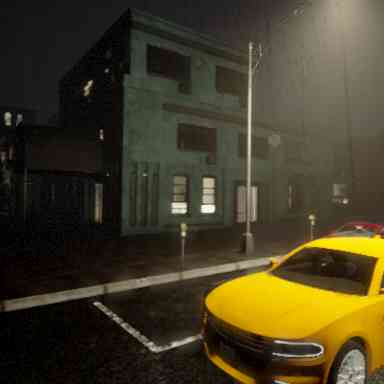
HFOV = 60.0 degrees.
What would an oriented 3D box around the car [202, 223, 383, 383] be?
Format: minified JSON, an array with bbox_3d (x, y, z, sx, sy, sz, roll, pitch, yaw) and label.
[{"bbox_3d":[2.434,1.490,5.100,5.008,1.535,1.882,0,0,-35],"label":"car"}]

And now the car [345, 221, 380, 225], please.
[{"bbox_3d":[5.398,1.607,10.398,4.206,1.307,1.802,0,1,-35],"label":"car"}]
